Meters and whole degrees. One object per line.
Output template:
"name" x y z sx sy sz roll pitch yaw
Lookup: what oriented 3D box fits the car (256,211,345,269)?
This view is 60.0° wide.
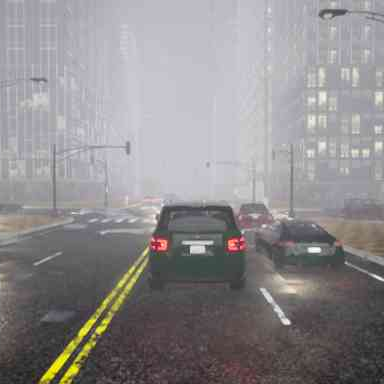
"car" 3.365 1.565 11.153 1.994 1.385 4.181 0 0 0

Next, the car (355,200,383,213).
"car" 21.862 1.664 38.729 4.829 1.417 1.752 1 0 1

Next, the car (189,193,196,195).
"car" 0.111 1.487 81.680 1.812 1.442 4.674 0 0 0

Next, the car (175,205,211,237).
"car" 0.122 1.526 18.905 1.812 1.442 4.674 0 0 2

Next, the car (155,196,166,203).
"car" -6.409 1.582 68.094 1.895 1.301 4.718 0 0 0

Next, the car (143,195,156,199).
"car" -6.518 1.344 51.960 2.097 1.767 4.553 0 0 0

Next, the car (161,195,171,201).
"car" -6.389 1.443 82.297 1.882 1.535 5.008 0 0 0

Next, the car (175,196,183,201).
"car" -3.139 1.561 82.200 1.895 1.301 4.718 0 0 0

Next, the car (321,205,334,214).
"car" 16.990 1.684 36.223 5.357 1.411 2.033 0 1 1

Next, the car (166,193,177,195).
"car" -3.266 1.213 52.249 2.150 2.045 5.566 0 0 1

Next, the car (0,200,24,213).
"car" -19.738 1.459 33.682 4.718 1.301 1.895 1 1 1

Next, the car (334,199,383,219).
"car" 16.242 1.536 30.450 5.009 1.841 2.192 1 0 1

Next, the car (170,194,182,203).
"car" -3.179 1.335 67.058 2.097 1.767 4.553 0 0 1

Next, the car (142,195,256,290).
"car" 0.114 1.223 9.223 2.150 2.045 5.566 0 0 0

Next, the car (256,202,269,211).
"car" 3.377 1.353 19.766 2.097 1.767 4.553 0 0 0

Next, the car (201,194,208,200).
"car" 3.375 1.270 91.675 1.882 1.535 5.008 0 0 0
